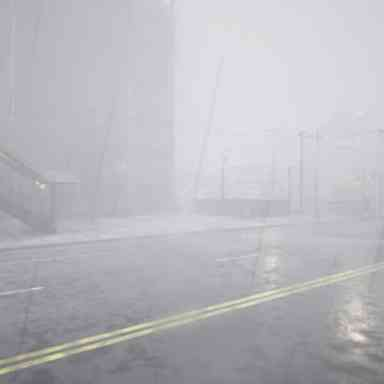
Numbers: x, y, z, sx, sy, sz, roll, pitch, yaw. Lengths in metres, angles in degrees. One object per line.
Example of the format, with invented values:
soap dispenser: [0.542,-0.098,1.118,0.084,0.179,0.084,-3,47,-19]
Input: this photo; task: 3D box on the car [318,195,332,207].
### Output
car: [18.355,1.282,48.314,4.553,1.767,2.185,0,0,-36]

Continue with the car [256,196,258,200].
car: [17.244,1.267,78.242,5.566,2.045,2.435,0,0,-36]

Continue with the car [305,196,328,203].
car: [25.258,1.458,67.377,4.674,1.452,2.002,0,0,-36]
